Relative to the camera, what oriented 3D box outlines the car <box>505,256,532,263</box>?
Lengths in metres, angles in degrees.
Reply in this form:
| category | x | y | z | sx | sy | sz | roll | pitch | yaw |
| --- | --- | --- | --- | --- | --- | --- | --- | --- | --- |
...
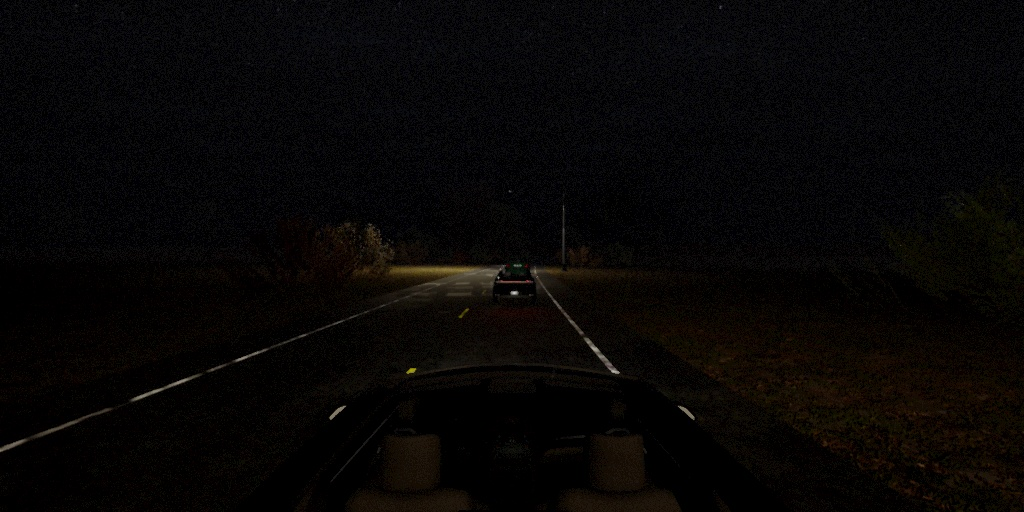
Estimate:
| category | x | y | z | sx | sy | sz | roll | pitch | yaw |
| --- | --- | --- | --- | --- | --- | --- | --- | --- | --- |
| car | 0.553 | 0.990 | 31.465 | 2.150 | 2.045 | 5.566 | 0 | 0 | 2 |

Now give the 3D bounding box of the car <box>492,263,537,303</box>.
| category | x | y | z | sx | sy | sz | roll | pitch | yaw |
| --- | --- | --- | --- | --- | --- | --- | --- | --- | --- |
| car | 0.139 | 1.236 | 16.470 | 2.128 | 1.511 | 4.902 | 0 | 0 | 1 |
